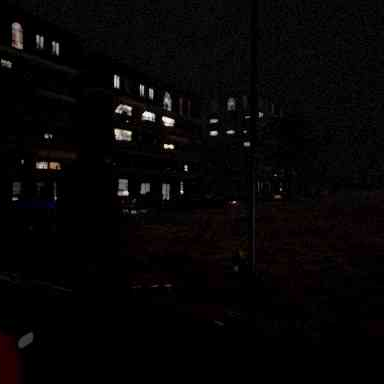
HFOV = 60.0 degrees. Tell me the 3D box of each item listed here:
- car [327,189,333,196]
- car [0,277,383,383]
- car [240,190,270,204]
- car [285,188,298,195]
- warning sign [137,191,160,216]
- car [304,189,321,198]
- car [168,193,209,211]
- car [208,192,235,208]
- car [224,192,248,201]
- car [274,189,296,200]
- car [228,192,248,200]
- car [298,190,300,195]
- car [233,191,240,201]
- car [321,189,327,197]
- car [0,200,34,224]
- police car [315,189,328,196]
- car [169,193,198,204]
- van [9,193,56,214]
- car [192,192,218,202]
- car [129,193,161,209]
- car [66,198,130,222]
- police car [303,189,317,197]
[{"bbox_3d":[34.271,0.071,83.376,1.967,1.590,4.097,2,2,35],"label":"car"},{"bbox_3d":[-0.446,1.544,3.182,4.507,1.381,1.887,0,0,35],"label":"car"},{"bbox_3d":[8.951,0.868,46.721,2.008,1.369,4.403,2,2,35],"label":"car"},{"bbox_3d":[24.212,-0.041,83.552,2.192,1.841,5.009,2,2,35],"label":"car"},{"bbox_3d":[-3.258,0.844,24.900,1.300,1.860,1.060,0,0,35],"label":"warning sign"},{"bbox_3d":[24.776,0.438,69.633,2.008,1.369,4.403,2,2,35],"label":"car"},{"bbox_3d":[-0.544,1.124,32.973,1.887,1.381,4.507,2,2,35],"label":"car"},{"bbox_3d":[2.621,1.042,37.556,2.008,1.369,4.403,2,2,35],"label":"car"},{"bbox_3d":[7.185,0.698,54.206,1.837,1.490,4.892,1,1,35],"label":"car"},{"bbox_3d":[15.378,0.667,56.025,1.752,1.417,4.829,2,2,35],"label":"car"},{"bbox_3d":[8.386,0.638,60.649,1.947,1.339,4.313,2,2,35],"label":"car"},{"bbox_3d":[27.375,0.103,88.141,1.887,1.381,4.507,2,2,35],"label":"car"},{"bbox_3d":[7.307,0.757,49.008,1.882,1.535,5.008,1,1,35],"label":"car"},{"bbox_3d":[27.940,0.352,74.214,2.008,1.369,4.403,2,2,35],"label":"car"},{"bbox_3d":[-12.629,1.433,20.364,1.895,1.301,4.718,0,1,31],"label":"car"},{"bbox_3d":[33.099,0.030,84.969,1.930,1.638,5.238,1,1,34],"label":"police car"},{"bbox_3d":[-1.109,0.898,46.901,1.947,1.339,4.313,2,2,35],"label":"car"},{"bbox_3d":[-13.766,1.023,28.567,1.690,1.788,3.998,2,2,35],"label":"van"},{"bbox_3d":[2.056,0.796,51.483,2.008,1.369,4.403,2,2,35],"label":"car"},{"bbox_3d":[-5.483,0.886,36.024,2.097,1.767,4.553,1,1,35],"label":"car"},{"bbox_3d":[-6.873,1.321,23.811,1.947,1.339,4.313,2,2,35],"label":"car"},{"bbox_3d":[27.293,0.181,76.825,1.930,1.638,5.238,0,1,32],"label":"police car"}]
